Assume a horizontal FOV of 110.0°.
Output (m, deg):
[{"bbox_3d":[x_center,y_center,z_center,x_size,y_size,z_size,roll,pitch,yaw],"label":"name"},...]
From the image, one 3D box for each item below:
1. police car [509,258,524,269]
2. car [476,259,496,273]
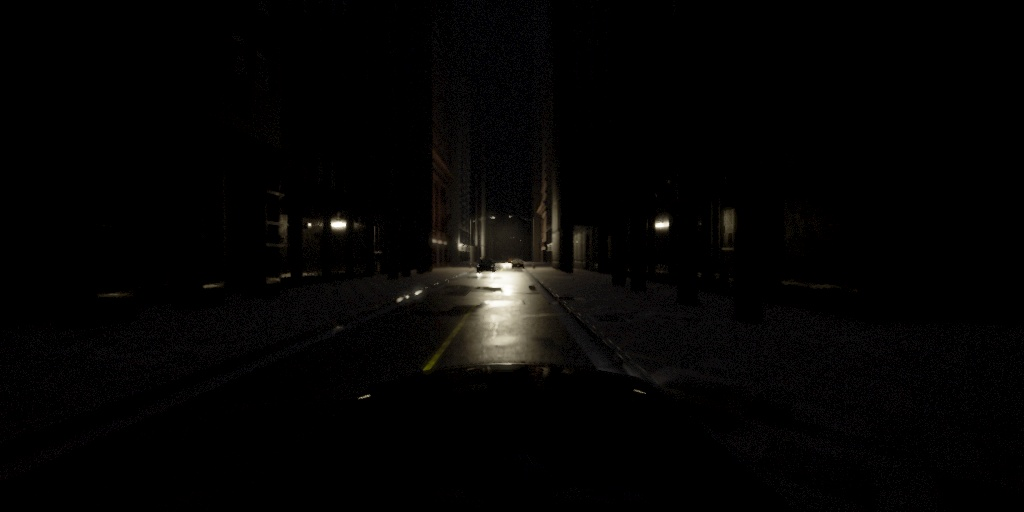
[{"bbox_3d":[0.908,1.192,56.024,1.930,1.638,5.238,0,0,0],"label":"police car"},{"bbox_3d":[-3.073,1.109,43.112,2.097,1.767,4.553,0,0,0],"label":"car"}]
